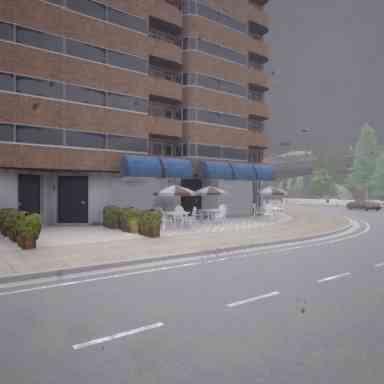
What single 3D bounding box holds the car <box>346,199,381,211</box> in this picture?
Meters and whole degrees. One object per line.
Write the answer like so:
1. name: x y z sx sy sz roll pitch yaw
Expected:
1. car: 21.144 1.564 41.140 1.994 1.385 4.181 0 0 -16
